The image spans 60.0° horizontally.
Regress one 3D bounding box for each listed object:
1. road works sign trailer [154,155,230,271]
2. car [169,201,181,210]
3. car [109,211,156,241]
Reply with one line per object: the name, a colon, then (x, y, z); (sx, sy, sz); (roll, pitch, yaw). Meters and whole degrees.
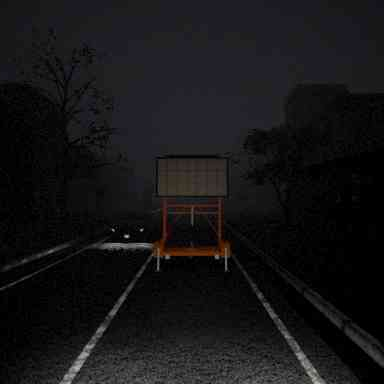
road works sign trailer: (0.009, 0.567, 11.193); (2.380, 3.560, 2.880); (0, -1, 0)
car: (-2.953, 2.319, 58.956); (1.812, 1.442, 4.674); (0, -1, 0)
car: (-3.085, 1.758, 18.412); (2.033, 1.411, 5.357); (0, -1, 0)
